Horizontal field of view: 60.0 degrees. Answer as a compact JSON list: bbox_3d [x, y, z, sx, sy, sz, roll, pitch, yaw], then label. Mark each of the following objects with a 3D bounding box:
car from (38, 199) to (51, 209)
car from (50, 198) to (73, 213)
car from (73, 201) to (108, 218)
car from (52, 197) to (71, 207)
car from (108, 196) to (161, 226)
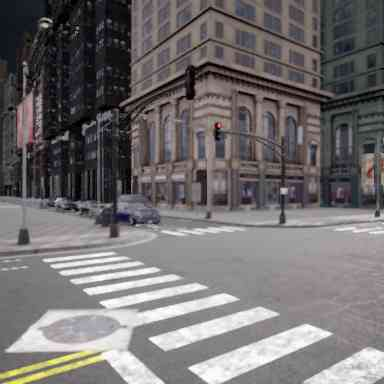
[{"bbox_3d":[-21.132,1.668,48.559,2.033,1.411,5.357,0,0,-35],"label":"car"},{"bbox_3d":[-15.032,1.655,39.842,2.033,1.411,5.357,0,0,-35],"label":"car"},{"bbox_3d":[-9.352,1.588,31.769,2.128,1.511,4.902,0,0,-35],"label":"car"},{"bbox_3d":[-21.530,1.663,54.613,1.812,1.442,4.674,0,0,-35],"label":"car"},{"bbox_3d":[-4.086,1.441,24.297,2.097,1.767,4.553,0,0,-35],"label":"car"}]
